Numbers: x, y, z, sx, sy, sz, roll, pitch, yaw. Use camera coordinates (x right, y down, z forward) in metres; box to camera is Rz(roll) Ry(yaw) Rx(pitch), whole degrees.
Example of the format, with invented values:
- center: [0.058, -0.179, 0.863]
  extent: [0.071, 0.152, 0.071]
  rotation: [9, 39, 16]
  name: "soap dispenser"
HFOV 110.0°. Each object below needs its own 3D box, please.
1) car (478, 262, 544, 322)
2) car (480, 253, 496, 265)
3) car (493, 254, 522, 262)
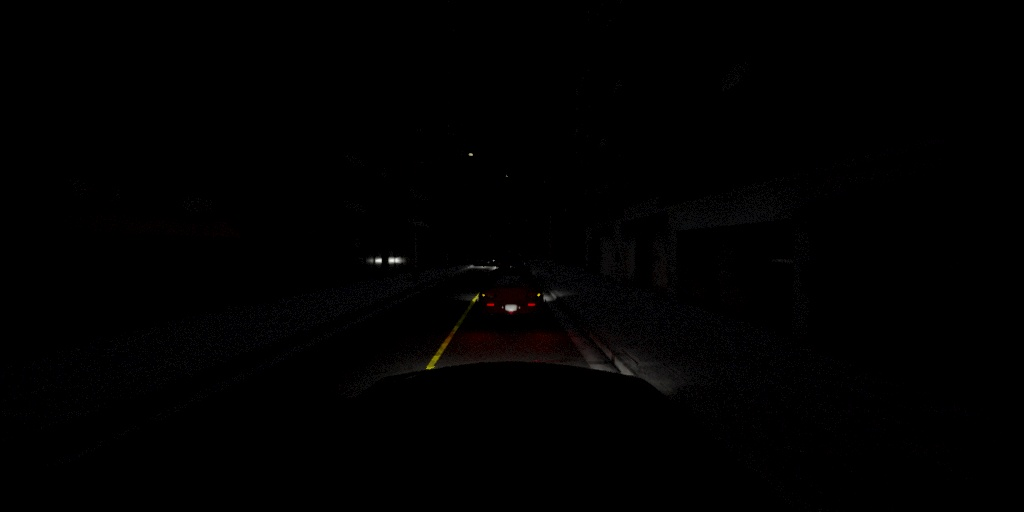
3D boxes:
- center: [-0.032, 1.085, 11.324]
  extent: [1.812, 1.442, 4.674]
  rotation: [0, 1, 0]
  name: "car"
- center: [-2.708, 0.440, 43.690]
  extent: [1.837, 1.490, 4.892]
  rotation: [0, 1, 0]
  name: "car"
- center: [-0.027, 0.823, 25.989]
  extent: [2.033, 1.411, 5.357]
  rotation: [0, 1, 1]
  name: "car"
